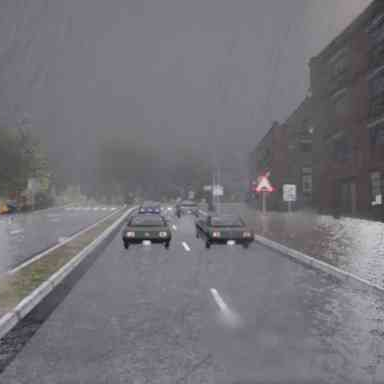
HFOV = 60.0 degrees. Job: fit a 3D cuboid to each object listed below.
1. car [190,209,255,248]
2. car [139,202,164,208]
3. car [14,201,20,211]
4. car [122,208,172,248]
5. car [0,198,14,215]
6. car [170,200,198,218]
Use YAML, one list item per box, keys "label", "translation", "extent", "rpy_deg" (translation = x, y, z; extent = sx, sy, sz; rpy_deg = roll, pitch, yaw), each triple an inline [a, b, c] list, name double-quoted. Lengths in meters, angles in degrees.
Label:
- label: "car"
  translation: [1.269, 1.669, 15.138]
  extent: [1.895, 1.301, 4.718]
  rpy_deg: [1, 0, -7]
- label: "car"
  translation: [-3.732, 1.521, 29.687]
  extent: [1.895, 1.301, 4.718]
  rpy_deg: [1, 0, -7]
- label: "car"
  translation: [-18.243, 1.235, 30.045]
  extent: [4.892, 1.521, 2.231]
  rpy_deg: [1, 0, -7]
- label: "car"
  translation: [-1.958, 1.618, 14.758]
  extent: [1.895, 1.301, 4.718]
  rpy_deg: [1, 0, -7]
- label: "car"
  translation: [-17.923, 1.252, 27.308]
  extent: [5.008, 1.535, 2.097]
  rpy_deg: [1, 0, -7]
- label: "car"
  translation: [-0.521, 1.463, 30.241]
  extent: [2.128, 1.511, 4.902]
  rpy_deg: [1, 1, -7]
